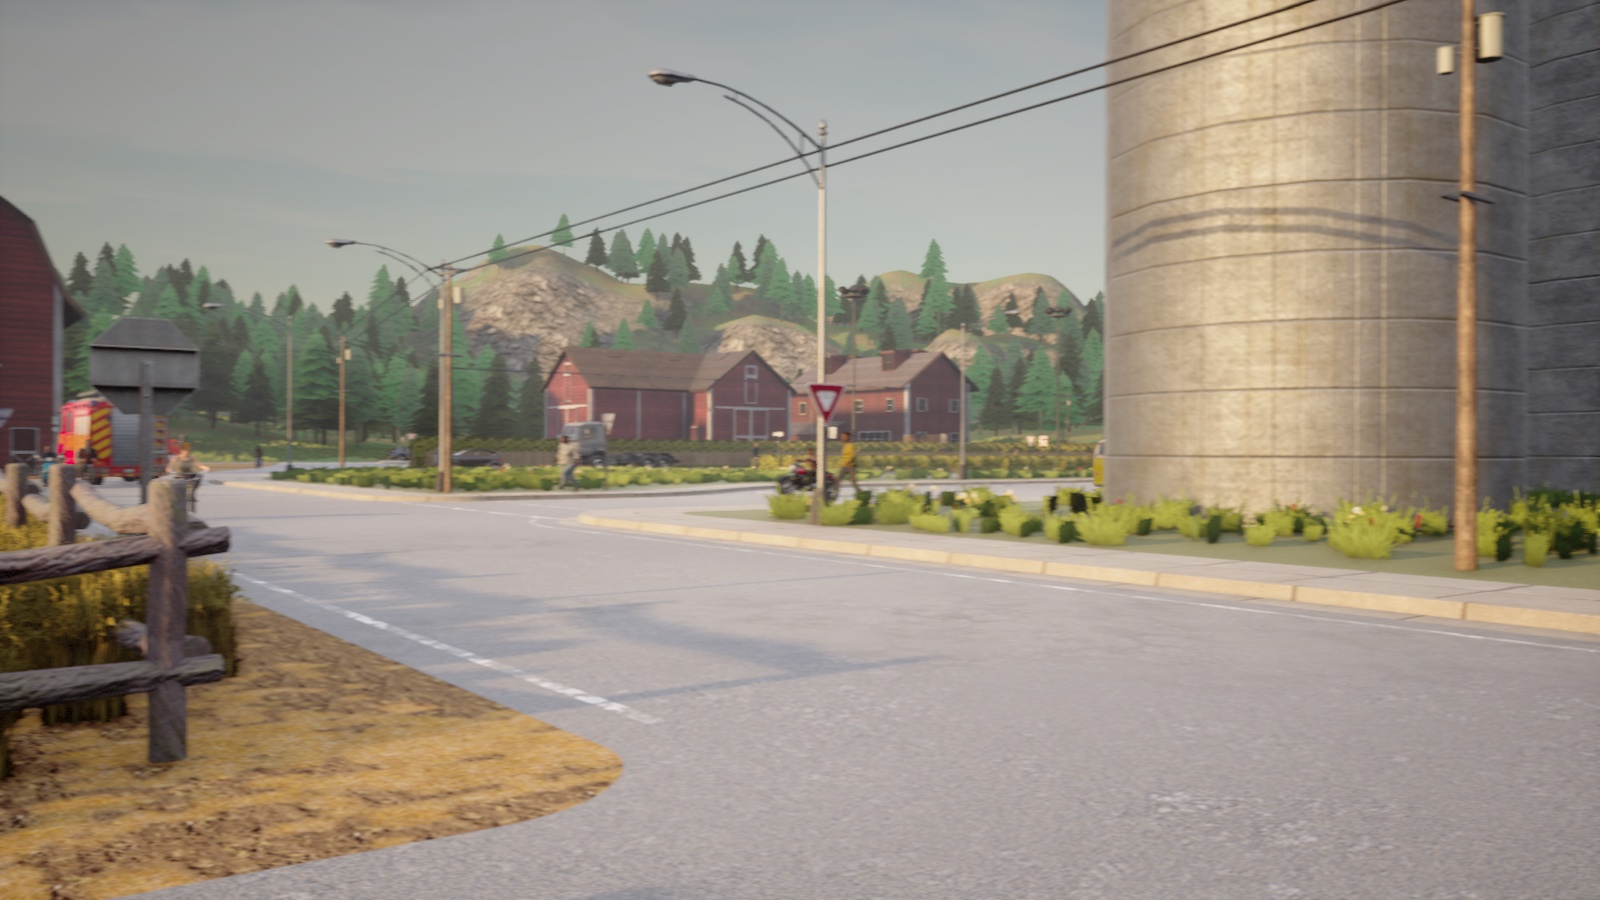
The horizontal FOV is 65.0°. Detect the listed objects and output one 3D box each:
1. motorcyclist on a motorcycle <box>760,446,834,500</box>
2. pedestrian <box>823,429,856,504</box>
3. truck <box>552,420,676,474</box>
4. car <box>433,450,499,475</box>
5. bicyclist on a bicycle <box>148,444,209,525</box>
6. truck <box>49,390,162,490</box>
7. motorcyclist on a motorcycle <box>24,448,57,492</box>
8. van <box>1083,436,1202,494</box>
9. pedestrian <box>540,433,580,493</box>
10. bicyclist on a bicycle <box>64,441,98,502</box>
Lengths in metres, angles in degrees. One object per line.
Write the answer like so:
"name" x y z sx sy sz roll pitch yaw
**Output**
"motorcyclist on a motorcycle" -0.073 0.707 39.794 2.350 1.649 0.766 0 0 -37
"pedestrian" 0.978 0.408 31.083 0.709 1.840 0.431 0 0 -32
"truck" -12.529 -0.204 85.017 7.936 3.462 2.891 0 0 -37
"car" -21.014 0.758 79.087 3.705 1.549 1.789 0 0 -28
"bicyclist on a bicycle" -12.821 0.695 25.881 0.866 1.612 1.509 0 0 -37
"truck" -29.074 -0.396 52.362 2.891 3.827 8.468 -1 1 -37
"motorcyclist on a motorcycle" -27.884 0.727 46.096 0.866 1.590 1.817 0 0 -37
"van" 12.248 0.504 44.811 4.442 1.987 1.775 0 0 -37
"pedestrian" -7.524 0.415 39.400 0.874 1.855 0.900 0 0 41
"bicyclist on a bicycle" -21.621 0.638 37.731 0.659 1.776 1.843 0 0 -37
